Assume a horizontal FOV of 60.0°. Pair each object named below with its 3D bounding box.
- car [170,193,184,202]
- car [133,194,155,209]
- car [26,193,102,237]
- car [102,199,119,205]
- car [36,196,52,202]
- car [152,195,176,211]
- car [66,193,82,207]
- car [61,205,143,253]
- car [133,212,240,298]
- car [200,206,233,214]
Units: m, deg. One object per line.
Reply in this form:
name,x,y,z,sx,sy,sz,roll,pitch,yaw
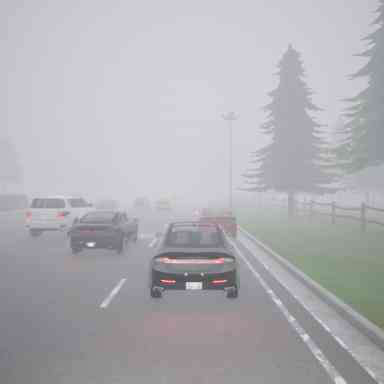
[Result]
car,-3.423,1.354,75.107,2.097,1.767,4.553,0,0,0
car,-6.866,1.352,46.216,2.097,1.767,4.553,0,0,0
car,-6.886,1.221,18.216,2.150,2.045,5.566,0,0,0
car,-10.369,1.547,40.652,2.033,1.411,5.357,0,0,0
car,-34.593,1.595,77.650,1.895,1.301,4.718,0,0,-42
car,-3.369,1.477,40.253,1.882,1.535,5.008,0,0,0
car,-18.903,1.221,53.243,2.150,2.045,5.566,0,0,-22
car,-3.390,1.505,13.588,1.837,1.490,4.892,0,0,0
car,0.058,1.492,8.469,2.128,1.511,4.902,0,0,0
car,1.238,1.478,17.810,1.882,1.535,5.008,0,0,0
